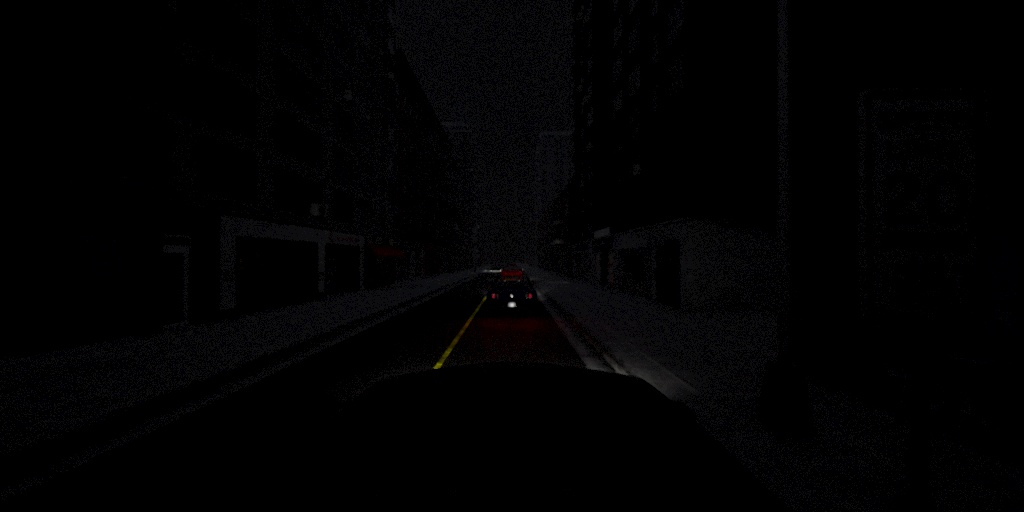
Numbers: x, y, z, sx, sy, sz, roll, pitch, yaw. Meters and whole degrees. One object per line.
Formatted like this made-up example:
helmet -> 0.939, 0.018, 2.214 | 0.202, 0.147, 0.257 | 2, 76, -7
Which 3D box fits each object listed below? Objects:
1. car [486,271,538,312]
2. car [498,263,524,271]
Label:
car -> 0.015, 1.489, 15.103 | 1.895, 1.301, 4.718 | 0, -1, 0
car -> 0.018, 1.539, 31.095 | 1.882, 1.535, 5.008 | 0, 0, 0
